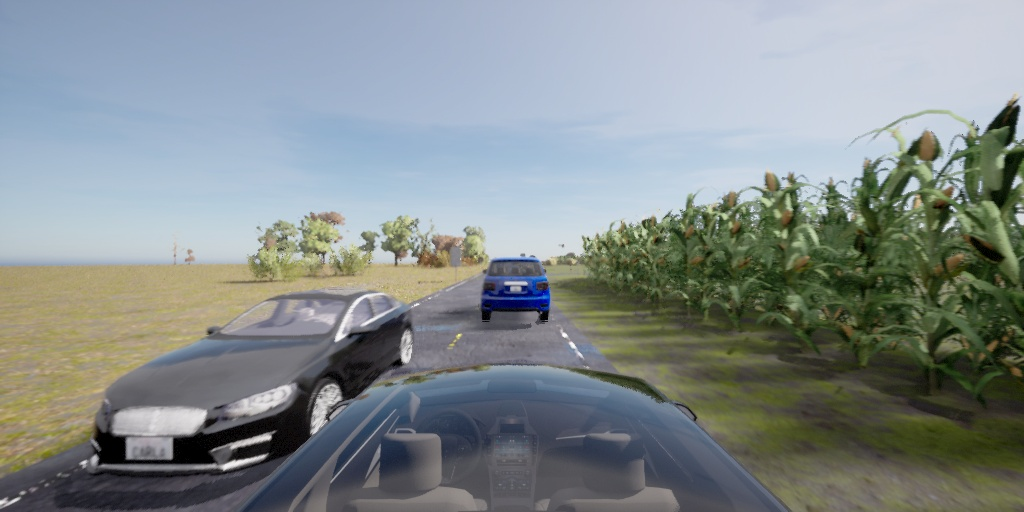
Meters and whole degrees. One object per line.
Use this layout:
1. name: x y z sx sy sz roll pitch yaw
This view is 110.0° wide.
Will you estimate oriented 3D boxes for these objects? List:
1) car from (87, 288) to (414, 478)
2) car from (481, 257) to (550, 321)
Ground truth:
1. car: -2.850 1.271 5.269 2.128 1.511 4.902 0 0 0
2. car: 0.095 1.067 12.999 2.150 2.045 5.566 0 -1 0
